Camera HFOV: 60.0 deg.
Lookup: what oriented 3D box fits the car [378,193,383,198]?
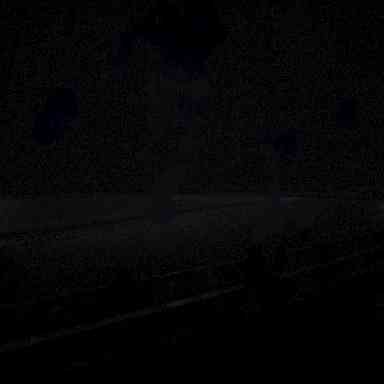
[{"bbox_3d":[42.256,0.857,72.697,1.895,1.301,4.718,-1,0,6],"label":"car"}]
